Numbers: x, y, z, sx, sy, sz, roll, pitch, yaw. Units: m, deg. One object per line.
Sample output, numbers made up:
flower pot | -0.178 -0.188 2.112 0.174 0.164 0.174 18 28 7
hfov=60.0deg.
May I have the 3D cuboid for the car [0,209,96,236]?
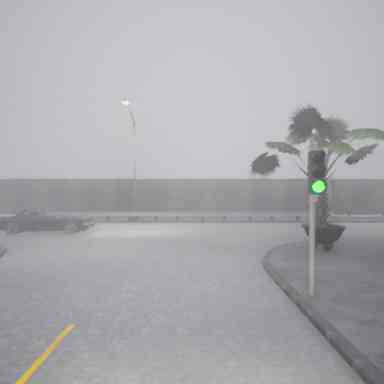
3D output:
car | -7.577 1.529 17.454 4.718 1.301 1.895 0 0 0
